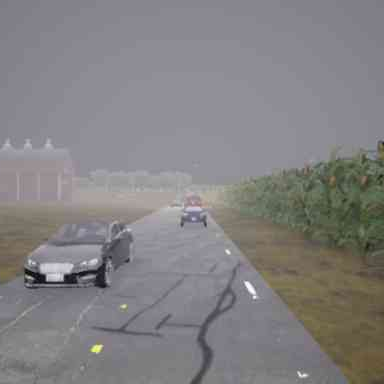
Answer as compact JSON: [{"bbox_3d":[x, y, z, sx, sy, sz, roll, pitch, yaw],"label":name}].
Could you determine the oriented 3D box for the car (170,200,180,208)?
[{"bbox_3d":[-2.748,2.089,58.689,1.994,1.385,4.181,0,-1,0],"label":"car"}]

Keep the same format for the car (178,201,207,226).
[{"bbox_3d":[0.118,1.652,24.374,1.812,1.442,4.674,0,-1,0],"label":"car"}]

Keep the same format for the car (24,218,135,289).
[{"bbox_3d":[-2.847,1.527,9.365,2.128,1.511,4.902,0,0,0],"label":"car"}]

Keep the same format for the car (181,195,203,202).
[{"bbox_3d":[0.104,1.467,40.398,2.150,2.045,5.566,0,-2,-1],"label":"car"}]
